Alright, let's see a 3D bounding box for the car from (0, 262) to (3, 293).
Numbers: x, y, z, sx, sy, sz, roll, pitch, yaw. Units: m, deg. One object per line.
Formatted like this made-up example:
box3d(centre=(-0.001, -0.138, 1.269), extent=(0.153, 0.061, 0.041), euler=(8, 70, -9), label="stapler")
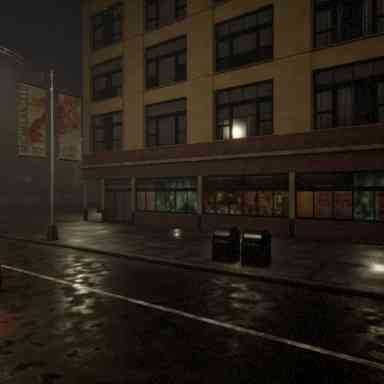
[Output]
box3d(centre=(-5.825, 1.564, 7.717), extent=(1.994, 1.385, 4.181), euler=(0, 0, -40), label="car")
